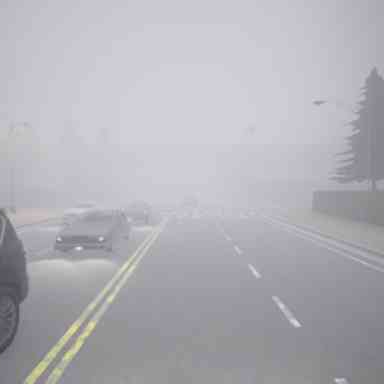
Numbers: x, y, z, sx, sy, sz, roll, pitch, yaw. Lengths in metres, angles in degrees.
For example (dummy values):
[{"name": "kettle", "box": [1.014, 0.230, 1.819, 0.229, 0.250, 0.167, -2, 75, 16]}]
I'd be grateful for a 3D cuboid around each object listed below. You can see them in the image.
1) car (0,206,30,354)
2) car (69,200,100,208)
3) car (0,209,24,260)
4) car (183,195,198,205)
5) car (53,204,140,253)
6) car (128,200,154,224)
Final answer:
[{"name": "car", "box": [-3.612, 1.195, 2.993, 2.150, 2.045, 5.566, 0, 1, 0]}, {"name": "car", "box": [-7.146, 1.316, 22.442, 1.812, 1.442, 4.674, 0, 0, 0]}, {"name": "car", "box": [-7.146, 1.403, 9.599, 2.128, 1.511, 4.902, 0, 1, 0]}, {"name": "car", "box": [-0.197, 1.073, 44.862, 1.994, 1.385, 4.181, 0, 0, 0]}, {"name": "car", "box": [-3.664, 1.416, 13.415, 2.033, 1.411, 5.357, 0, 1, 0]}, {"name": "car", "box": [-3.646, 1.310, 22.555, 1.812, 1.442, 4.674, 0, 1, 0]}]
